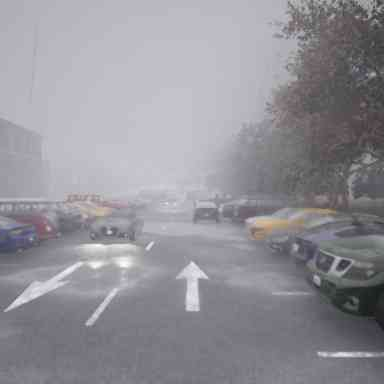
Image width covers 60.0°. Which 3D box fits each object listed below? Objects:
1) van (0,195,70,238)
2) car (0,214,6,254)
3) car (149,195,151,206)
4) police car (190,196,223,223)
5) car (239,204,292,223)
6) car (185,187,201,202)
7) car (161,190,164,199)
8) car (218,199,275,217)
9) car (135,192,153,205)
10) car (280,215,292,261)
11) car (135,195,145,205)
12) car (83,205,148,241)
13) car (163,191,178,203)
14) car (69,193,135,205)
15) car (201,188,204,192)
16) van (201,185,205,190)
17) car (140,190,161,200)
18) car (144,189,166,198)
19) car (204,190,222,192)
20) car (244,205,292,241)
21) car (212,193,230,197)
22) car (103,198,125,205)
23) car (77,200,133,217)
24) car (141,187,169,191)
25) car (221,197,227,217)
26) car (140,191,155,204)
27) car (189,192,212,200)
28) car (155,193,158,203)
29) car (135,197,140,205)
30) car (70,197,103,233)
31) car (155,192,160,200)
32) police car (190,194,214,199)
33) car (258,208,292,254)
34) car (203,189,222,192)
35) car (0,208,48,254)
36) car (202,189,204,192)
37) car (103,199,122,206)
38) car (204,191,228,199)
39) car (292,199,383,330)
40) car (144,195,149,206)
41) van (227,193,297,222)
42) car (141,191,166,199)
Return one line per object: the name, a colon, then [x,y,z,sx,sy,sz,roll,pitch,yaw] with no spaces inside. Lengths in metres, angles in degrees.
van: [-7.926,1.253,14.313,4.442,1.987,1.878,0,0,0]
car: [-8.047,1.481,8.746,5.008,1.535,2.097,0,0,0]
car: [-8.044,1.432,42.164,4.674,1.452,2.002,0,1,0]
police car: [1.046,1.416,25.900,1.930,1.638,5.238,0,0,0]
car: [5.039,1.518,17.131,4.674,1.452,2.002,0,0,0]
car: [-0.007,0.714,60.485,2.150,2.045,5.566,0,2,0]
car: [-8.078,0.966,61.672,4.792,1.488,2.163,0,2,0]
car: [5.030,1.467,31.179,5.008,1.535,2.097,0,0,0]
car: [-8.016,1.228,44.949,4.553,1.767,2.185,0,1,0]
car: [5.066,1.510,8.778,4.792,1.488,2.163,0,0,0]
car: [-8.051,1.446,36.585,5.008,1.535,2.097,0,0,0]
car: [-3.602,1.562,16.493,1.994,1.385,4.181,0,0,0]
car: [-3.554,1.058,58.658,1.837,1.490,4.892,0,2,1]
car: [-8.016,1.218,28.229,5.566,2.045,2.435,0,0,0]
car: [5.031,0.352,75.782,4.674,1.452,2.002,0,3,0]
van: [4.902,-0.046,78.439,4.442,1.987,1.878,-1,3,0]
car: [-8.080,0.985,56.088,4.553,1.767,2.185,0,2,0]
car: [-8.020,0.337,72.796,4.553,1.767,2.185,0,3,0]
car: [5.001,0.959,61.854,4.792,1.488,2.163,0,2,0]
car: [5.043,1.479,14.346,5.008,1.535,2.097,0,0,0]
car: [4.848,1.347,45.124,5.366,1.575,1.946,0,1,0]
car: [-8.049,1.472,25.446,5.008,1.535,2.097,0,0,0]
car: [-8.048,1.508,31.012,4.674,1.452,2.002,0,0,0]
car: [-8.021,0.468,67.224,5.566,2.045,2.435,0,2,0]
car: [5.221,1.466,28.271,5.366,1.575,1.946,0,0,0]
car: [-8.016,1.180,47.728,4.553,1.767,2.185,0,1,0]
car: [1.043,1.267,41.753,2.097,1.767,4.553,0,1,0]
car: [-8.019,1.278,50.518,4.792,1.488,2.163,0,1,0]
car: [-8.075,1.490,33.798,4.792,1.488,2.163,0,0,0]
car: [-8.075,1.350,20.005,4.553,1.767,2.185,0,0,0]
car: [-8.077,1.213,53.305,4.792,1.488,2.163,0,1,0]
police car: [1.044,1.395,35.897,1.930,1.638,5.238,0,0,0]
car: [5.044,1.481,11.561,4.892,1.521,2.231,0,0,0]
car: [5.216,0.828,64.507,5.366,1.575,1.946,0,2,0]
car: [-8.037,1.480,11.529,5.008,1.535,2.097,0,0,0]
car: [5.215,0.713,67.300,5.366,1.575,1.946,0,2,0]
car: [-7.858,1.471,22.663,5.366,1.575,1.946,0,0,0]
car: [5.058,0.621,70.091,4.792,1.488,2.163,0,3,0]
car: [5.010,1.230,5.990,5.566,2.045,2.435,0,0,0]
car: [-8.052,1.423,39.374,5.008,1.535,2.097,0,1,0]
van: [4.920,1.248,22.701,4.442,1.987,1.878,0,0,0]
car: [-8.056,0.595,70.026,5.008,1.535,2.097,0,2,0]
